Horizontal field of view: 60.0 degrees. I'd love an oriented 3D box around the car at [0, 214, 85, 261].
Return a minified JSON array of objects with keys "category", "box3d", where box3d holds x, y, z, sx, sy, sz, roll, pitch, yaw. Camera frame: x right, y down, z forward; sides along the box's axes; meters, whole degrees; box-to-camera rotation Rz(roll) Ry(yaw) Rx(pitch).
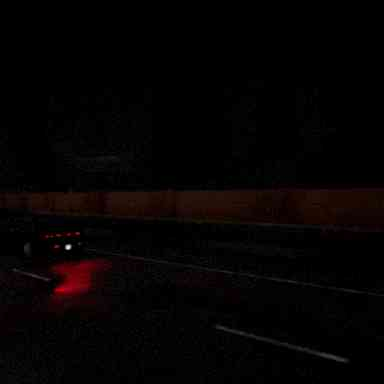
[{"category":"car","box3d":[-6.071,1.634,12.956,4.892,1.490,1.837,0,0,41]}]
